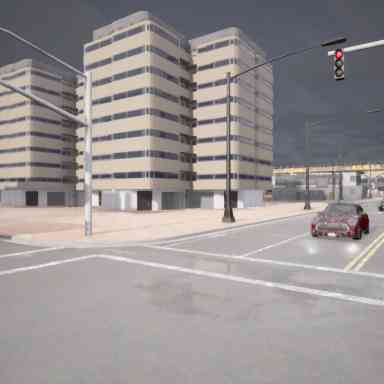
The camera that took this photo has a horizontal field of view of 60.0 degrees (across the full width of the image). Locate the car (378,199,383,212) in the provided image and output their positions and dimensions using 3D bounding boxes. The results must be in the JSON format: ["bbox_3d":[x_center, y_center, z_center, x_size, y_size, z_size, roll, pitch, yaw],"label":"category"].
[{"bbox_3d":[22.474,1.503,37.884,1.837,1.490,4.892,0,0,35],"label":"car"}]

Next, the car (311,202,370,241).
[{"bbox_3d":[7.597,1.345,16.868,2.097,1.767,4.553,0,0,35],"label":"car"}]
